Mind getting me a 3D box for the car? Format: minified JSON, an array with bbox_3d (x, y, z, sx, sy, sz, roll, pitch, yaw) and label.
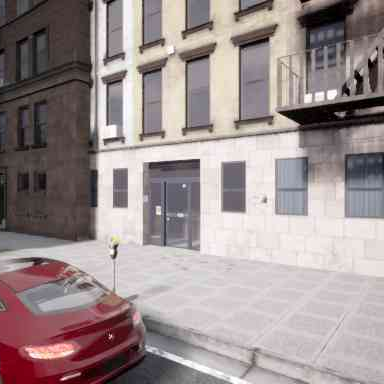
[{"bbox_3d":[-2.474,1.582,4.575,4.206,1.307,1.802,0,0,36],"label":"car"}]
